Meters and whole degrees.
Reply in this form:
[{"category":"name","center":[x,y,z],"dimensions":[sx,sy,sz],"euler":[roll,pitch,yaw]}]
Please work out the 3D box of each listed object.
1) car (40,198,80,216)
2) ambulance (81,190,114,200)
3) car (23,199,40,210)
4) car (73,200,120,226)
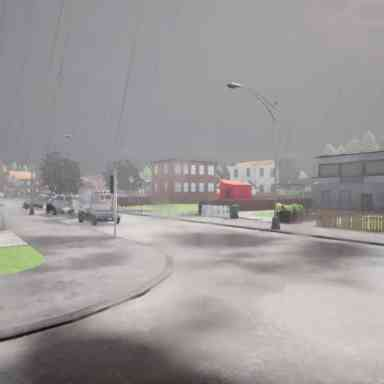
[{"category":"car","center":[-12.974,1.490,32.580],"dimensions":[2.128,1.511,4.902],"euler":[0,0,-35]},{"category":"ambulance","center":[-10.532,1.031,36.210],"dimensions":[2.351,2.431,6.366],"euler":[0,0,-35]},{"category":"car","center":[-21.027,1.565,43.976],"dimensions":[1.994,1.385,4.181],"euler":[0,0,-35]},{"category":"car","center":[-6.791,1.526,23.927],"dimensions":[1.812,1.442,4.674],"euler":[0,0,-36]}]
